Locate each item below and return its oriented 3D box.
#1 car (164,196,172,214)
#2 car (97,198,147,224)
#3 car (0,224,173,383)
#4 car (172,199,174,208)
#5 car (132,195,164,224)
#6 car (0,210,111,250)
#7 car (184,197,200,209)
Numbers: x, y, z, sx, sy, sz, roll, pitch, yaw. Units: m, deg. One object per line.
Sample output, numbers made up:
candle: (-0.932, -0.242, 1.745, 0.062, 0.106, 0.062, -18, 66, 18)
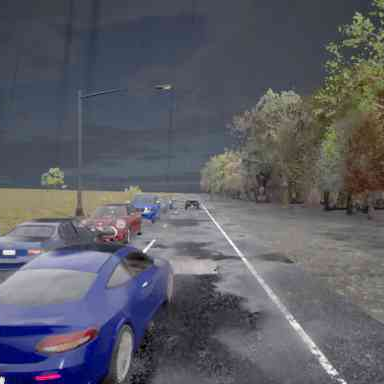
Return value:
car: (-3.620, 1.351, 35.256, 2.097, 1.767, 4.553, 0, 0, 0)
car: (-3.678, 1.354, 15.630, 2.097, 1.767, 4.553, 0, 0, 2)
car: (-1.517, 1.526, 5.235, 1.812, 1.442, 4.674, 0, 0, 7)
car: (-3.627, 1.347, 45.262, 2.097, 1.767, 4.553, 0, 0, 0)
car: (-3.623, 1.223, 25.251, 2.150, 2.045, 5.566, 0, 0, -1)
car: (-4.469, 1.549, 10.784, 2.033, 1.411, 5.357, 0, 0, 2)
car: (0.027, 1.501, 44.337, 1.837, 1.490, 4.892, 0, 0, 0)
